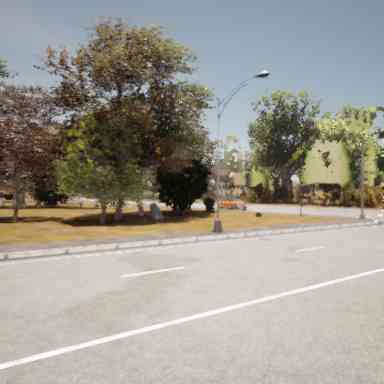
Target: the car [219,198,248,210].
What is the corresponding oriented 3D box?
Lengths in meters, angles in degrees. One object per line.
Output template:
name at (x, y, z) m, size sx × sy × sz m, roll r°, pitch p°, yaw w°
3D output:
car at (5.793, 1.583, 47.269) m, size 2.097 × 1.767 × 4.553 m, roll 0°, pitch 0°, yaw -38°
